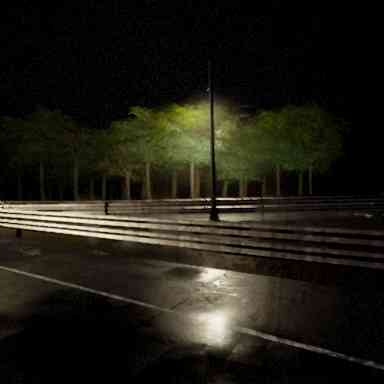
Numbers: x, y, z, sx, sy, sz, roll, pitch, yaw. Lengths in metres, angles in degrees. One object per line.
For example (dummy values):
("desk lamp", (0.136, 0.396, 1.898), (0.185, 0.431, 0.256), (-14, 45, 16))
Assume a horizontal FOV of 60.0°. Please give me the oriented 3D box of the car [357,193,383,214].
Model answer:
("car", (15.921, 0.806, 27.123), (4.553, 1.767, 2.097), (-1, 0, -4))
